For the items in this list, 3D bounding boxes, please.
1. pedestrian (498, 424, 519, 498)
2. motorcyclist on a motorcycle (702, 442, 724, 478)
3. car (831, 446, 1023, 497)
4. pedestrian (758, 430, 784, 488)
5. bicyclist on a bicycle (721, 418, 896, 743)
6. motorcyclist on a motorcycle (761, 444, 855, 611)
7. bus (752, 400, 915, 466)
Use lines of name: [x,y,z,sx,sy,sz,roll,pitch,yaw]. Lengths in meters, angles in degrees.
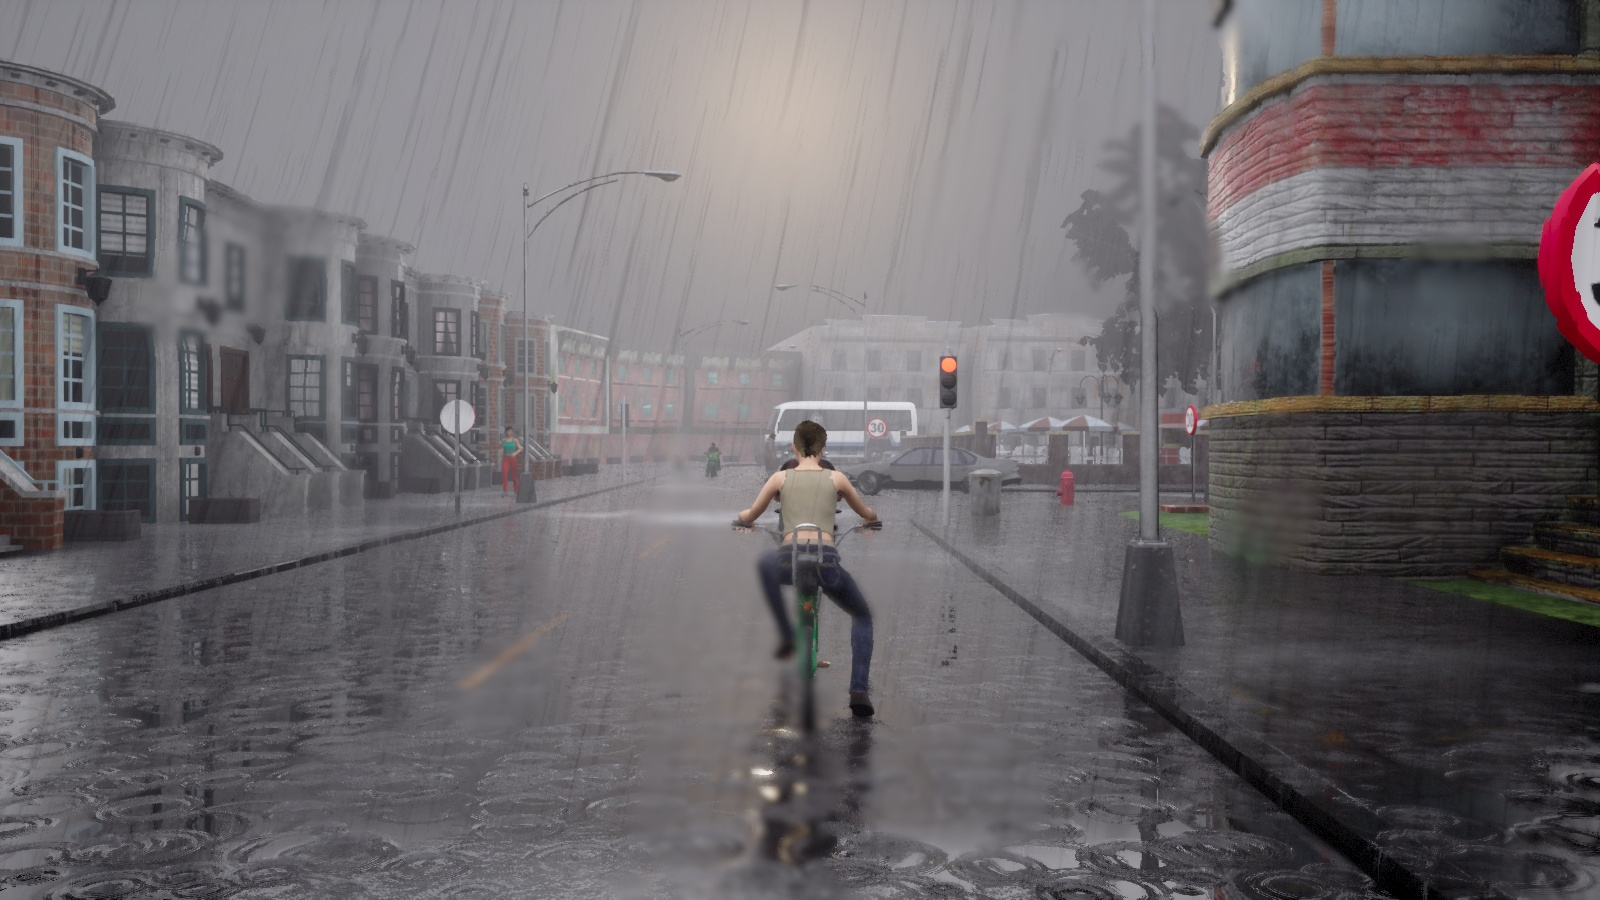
pedestrian: [-7.338,0.271,31.658,0.345,1.836,0.594,0,0,5]
motorcyclist on a motorcycle: [-3.723,0.420,54.162,0.797,1.523,2.044,0,0,0]
car: [3.661,0.592,36.209,5.357,1.411,2.033,0,0,8]
pedestrian: [-0.996,0.300,42.762,0.873,1.952,0.659,0,0,-4]
bicyclist on a bicycle: [0.047,0.644,6.991,0.866,1.612,1.509,0,0,0]
motorcyclist on a motorcycle: [0.080,0.710,12.643,0.866,1.530,2.191,0,0,0]
bus: [2.165,-1.106,83.601,10.273,4.253,3.944,0,1,-10]
